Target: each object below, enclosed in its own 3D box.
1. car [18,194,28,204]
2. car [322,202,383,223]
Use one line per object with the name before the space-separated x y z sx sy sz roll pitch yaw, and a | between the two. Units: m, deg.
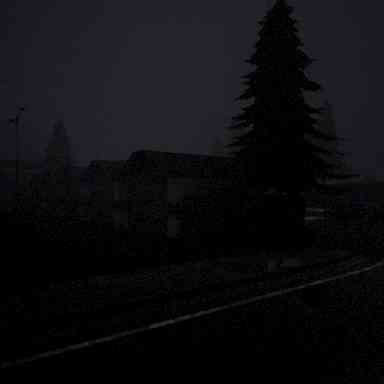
car | -31.503 1.326 61.894 1.905 1.878 3.866 0 0 -36
car | 12.436 1.528 25.566 1.837 1.490 4.892 0 0 -36
